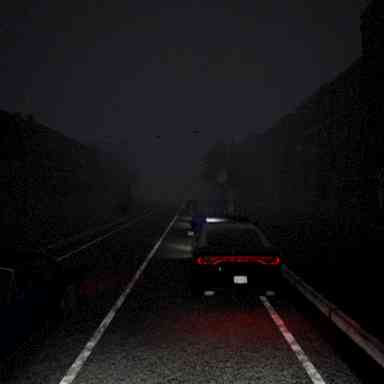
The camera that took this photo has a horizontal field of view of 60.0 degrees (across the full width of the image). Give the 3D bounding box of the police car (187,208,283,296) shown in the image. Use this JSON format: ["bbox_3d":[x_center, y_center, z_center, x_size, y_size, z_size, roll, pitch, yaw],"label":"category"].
[{"bbox_3d":[0.913,1.442,8.813,1.930,1.638,5.238,0,0,0],"label":"police car"}]

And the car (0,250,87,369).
[{"bbox_3d":[-3.094,1.610,4.605,1.895,1.301,4.718,0,0,0],"label":"car"}]

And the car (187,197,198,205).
[{"bbox_3d":[0.084,1.555,59.573,1.895,1.301,4.718,0,1,0],"label":"car"}]

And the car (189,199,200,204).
[{"bbox_3d":[0.935,1.524,24.703,1.882,1.535,5.008,0,0,0],"label":"car"}]

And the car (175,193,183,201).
[{"bbox_3d":[-2.888,1.131,78.739,2.097,1.767,4.553,0,1,0],"label":"car"}]

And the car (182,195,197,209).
[{"bbox_3d":[0.079,1.527,45.961,2.128,1.511,4.902,0,0,0],"label":"car"}]

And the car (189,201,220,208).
[{"bbox_3d":[0.927,1.513,18.703,1.882,1.535,5.008,0,0,0],"label":"car"}]
